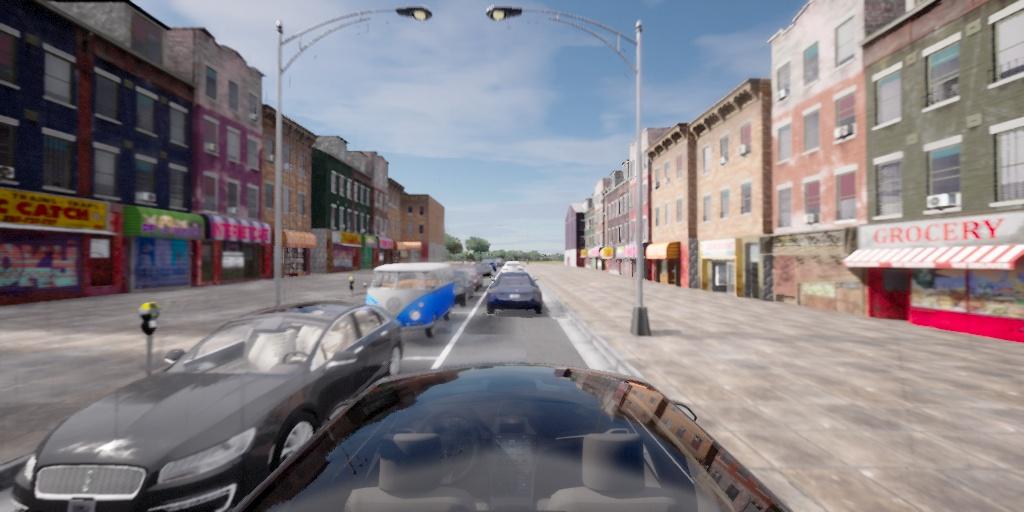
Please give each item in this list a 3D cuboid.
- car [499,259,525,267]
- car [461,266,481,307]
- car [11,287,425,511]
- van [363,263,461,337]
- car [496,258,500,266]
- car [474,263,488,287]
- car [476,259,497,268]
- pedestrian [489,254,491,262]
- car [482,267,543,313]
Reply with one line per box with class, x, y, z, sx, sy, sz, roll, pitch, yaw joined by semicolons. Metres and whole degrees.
car;0.094;1.174;29.587;1.812;1.442;4.674;0;0;0
car;-2.637;1.290;15.471;1.948;1.339;4.313;0;0;0
car;-2.637;1.301;4.377;2.007;1.370;4.403;0;0;0
van;-2.637;1.085;9.924;1.690;1.789;3.998;0;0;0
car;-2.749;1.085;42.433;1.882;1.535;5.008;0;0;0
car;-2.637;1.276;21.013;1.802;1.307;4.207;0;0;0
car;-2.636;1.204;32.089;1.948;1.339;4.313;0;0;0
pedestrian;-2.749;0.647;45.451;0.375;1.860;0.375;-1;-1;0
car;0.093;1.295;13.852;1.994;1.385;4.181;0;0;0
